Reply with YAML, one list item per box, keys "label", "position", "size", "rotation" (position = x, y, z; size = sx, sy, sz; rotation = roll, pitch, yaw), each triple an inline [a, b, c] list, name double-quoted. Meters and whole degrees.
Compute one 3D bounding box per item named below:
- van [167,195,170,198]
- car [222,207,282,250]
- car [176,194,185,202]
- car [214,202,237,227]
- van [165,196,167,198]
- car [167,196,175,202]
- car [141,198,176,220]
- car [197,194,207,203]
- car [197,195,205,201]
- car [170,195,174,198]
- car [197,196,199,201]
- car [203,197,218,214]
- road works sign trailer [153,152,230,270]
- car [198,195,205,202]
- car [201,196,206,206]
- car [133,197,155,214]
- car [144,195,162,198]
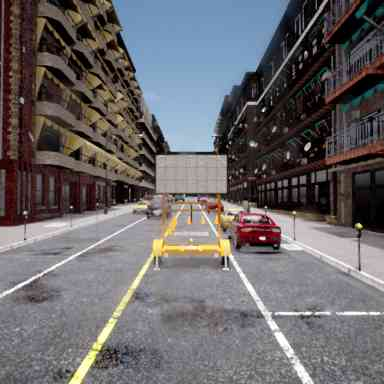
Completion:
- label: "van"
  position: [-5.390, 1.472, 58.646]
  size: [1.690, 1.788, 3.998]
  rotation: [1, 0, 0]
- label: "car"
  position: [2.562, 1.561, 14.352]
  size: [1.887, 1.381, 4.507]
  rotation: [1, 0, 0]
- label: "car"
  position: [-2.883, 1.440, 79.509]
  size: [2.150, 2.045, 5.566]
  rotation: [0, 0, 0]
- label: "car"
  position: [2.553, 1.551, 20.054]
  size: [1.752, 1.417, 4.829]
  rotation: [1, 0, 0]
- label: "van"
  position: [-5.380, 1.452, 53.114]
  size: [1.690, 1.788, 3.998]
  rotation: [2, 0, 0]
- label: "car"
  position: [-5.443, 1.819, 86.298]
  size: [1.947, 1.339, 4.313]
  rotation: [1, 0, 0]
- label: "car"
  position: [-2.799, 1.535, 28.956]
  size: [2.128, 1.511, 4.902]
  rotation: [0, 0, 0]
- label: "car"
  position: [2.419, 1.541, 80.722]
  size: [2.192, 1.841, 5.009]
  rotation: [1, 0, 0]
- label: "car"
  position: [2.396, 1.723, 91.784]
  size: [1.967, 1.590, 4.097]
  rotation: [1, 0, 0]
- label: "car"
  position: [-5.408, 1.492, 69.707]
  size: [2.192, 1.841, 5.009]
  rotation: [1, 0, 0]
- label: "car"
  position: [2.476, 1.697, 64.127]
  size: [1.887, 1.381, 4.507]
  rotation: [1, 0, 0]
- label: "car"
  position: [2.524, 1.608, 36.474]
  size: [1.887, 1.381, 4.507]
  rotation: [1, 0, 0]
- label: "road works sign trailer"
  position: [-0.018, 0.475, 11.014]
  size: [2.380, 3.560, 2.880]
  rotation: [0, 0, 0]
- label: "car"
  position: [2.486, 1.676, 58.598]
  size: [1.887, 1.381, 4.507]
  rotation: [1, 0, 0]
- label: "car"
  position: [2.514, 1.628, 42.006]
  size: [2.008, 1.369, 4.403]
  rotation: [1, 0, 0]
- label: "car"
  position: [-5.356, 1.588, 36.354]
  size: [1.752, 1.417, 4.829]
  rotation: [2, 0, 0]
- label: "car"
  position: [-5.360, 1.392, 42.056]
  size: [2.192, 1.841, 5.009]
  rotation: [2, 0, 0]
